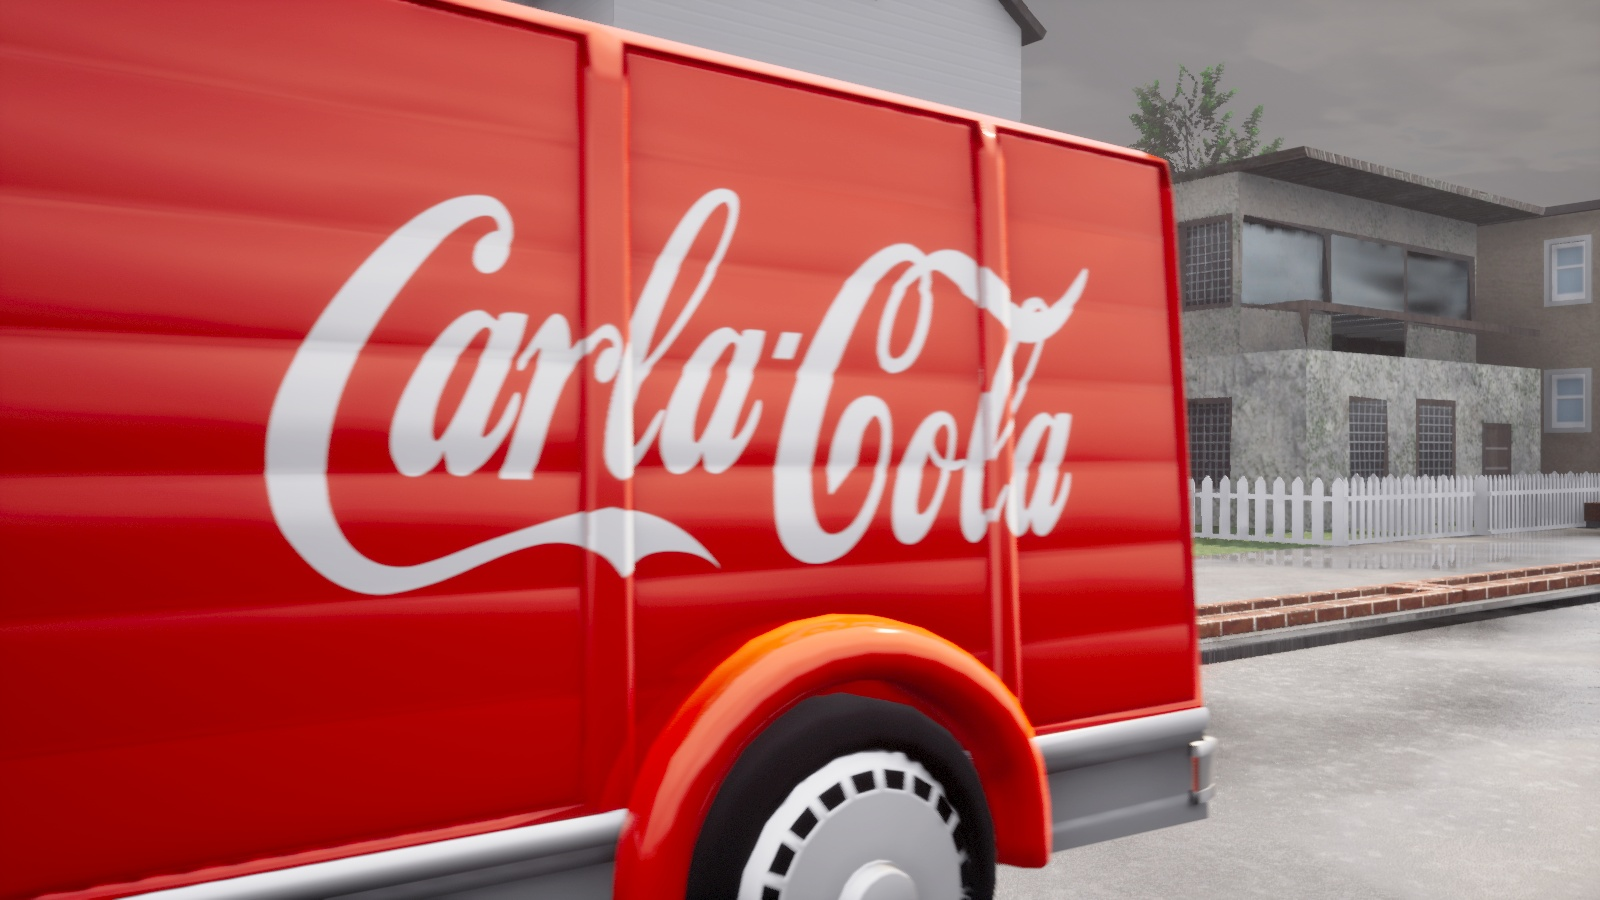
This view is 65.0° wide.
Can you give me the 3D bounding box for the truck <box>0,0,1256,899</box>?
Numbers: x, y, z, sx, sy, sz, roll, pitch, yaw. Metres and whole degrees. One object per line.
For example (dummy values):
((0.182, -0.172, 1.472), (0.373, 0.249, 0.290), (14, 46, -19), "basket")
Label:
((-1.579, 0.269, 3.148), (5.204, 2.467, 2.627), (0, 0, -36), "truck")
